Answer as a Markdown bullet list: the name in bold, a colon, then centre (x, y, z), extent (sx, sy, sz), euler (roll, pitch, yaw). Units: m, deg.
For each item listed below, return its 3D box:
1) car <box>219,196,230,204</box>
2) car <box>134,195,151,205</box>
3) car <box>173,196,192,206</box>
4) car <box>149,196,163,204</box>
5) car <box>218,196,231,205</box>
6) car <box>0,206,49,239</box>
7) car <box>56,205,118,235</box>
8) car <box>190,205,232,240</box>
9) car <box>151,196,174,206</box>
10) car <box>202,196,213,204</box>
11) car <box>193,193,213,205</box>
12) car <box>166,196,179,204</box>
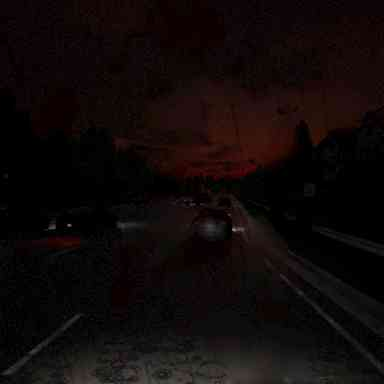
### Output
- **car**: centre (6.620, 1.547, 66.484), extent (2.128, 1.511, 4.902), euler (0, 0, 7)
- **car**: centre (-8.485, 1.372, 57.636), extent (2.097, 1.767, 4.553), euler (0, 0, 7)
- **car**: centre (-1.527, 1.557, 56.869), extent (1.812, 1.442, 4.674), euler (0, 0, 7)
- **car**: centre (-7.343, 1.518, 67.604), extent (1.837, 1.490, 4.892), euler (0, 0, 7)
- **car**: centre (5.056, 1.518, 51.958), extent (1.882, 1.535, 5.008), euler (0, 0, 7)
- **car**: centre (-9.457, 1.499, 17.510), extent (1.837, 1.490, 4.892), euler (0, 0, 7)
- **car**: centre (-5.776, 1.479, 18.895), extent (1.882, 1.535, 5.008), euler (0, 0, 7)
- **car**: centre (1.061, 1.576, 17.080), extent (1.994, 1.385, 4.181), euler (0, 0, 7)
- **car**: centre (-5.052, 1.517, 56.854), extent (2.128, 1.511, 4.902), euler (0, 0, 7)
- **car**: centre (3.088, 1.556, 66.409), extent (1.837, 1.490, 4.892), euler (0, 0, 7)
- **car**: centre (1.907, 1.259, 56.087), extent (2.150, 2.045, 5.566), euler (0, 0, 7)
- **car**: centre (-3.866, 1.567, 67.206), extent (1.812, 1.442, 4.674), euler (0, 0, 7)
